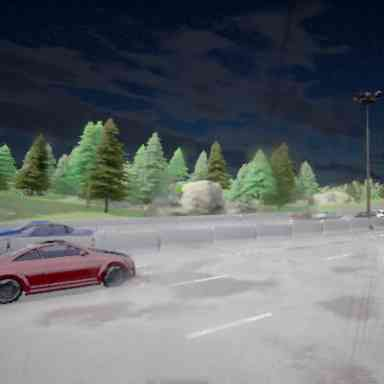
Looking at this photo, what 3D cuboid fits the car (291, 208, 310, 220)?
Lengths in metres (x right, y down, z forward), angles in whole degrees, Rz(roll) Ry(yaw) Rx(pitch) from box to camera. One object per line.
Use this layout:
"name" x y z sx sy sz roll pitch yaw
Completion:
"car" 16.605 3.162 48.478 4.553 1.767 2.097 1 -3 -33

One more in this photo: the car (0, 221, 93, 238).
"car" -8.421 2.581 19.266 5.357 1.411 2.033 1 -3 -34

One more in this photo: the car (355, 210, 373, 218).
"car" 23.818 3.077 44.859 4.181 1.385 1.994 1 -3 -33

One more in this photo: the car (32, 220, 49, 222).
"car" -10.465 2.678 22.107 5.008 1.535 1.882 0 -3 -34

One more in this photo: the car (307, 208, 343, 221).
"car" 18.461 3.241 45.503 4.718 1.301 1.895 1 -3 -33

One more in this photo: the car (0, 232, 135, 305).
"car" -3.768 2.074 9.524 4.181 1.385 1.994 0 -3 -34

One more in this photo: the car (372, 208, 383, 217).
"car" 25.686 2.564 41.925 5.566 2.045 2.150 1 -3 -33
